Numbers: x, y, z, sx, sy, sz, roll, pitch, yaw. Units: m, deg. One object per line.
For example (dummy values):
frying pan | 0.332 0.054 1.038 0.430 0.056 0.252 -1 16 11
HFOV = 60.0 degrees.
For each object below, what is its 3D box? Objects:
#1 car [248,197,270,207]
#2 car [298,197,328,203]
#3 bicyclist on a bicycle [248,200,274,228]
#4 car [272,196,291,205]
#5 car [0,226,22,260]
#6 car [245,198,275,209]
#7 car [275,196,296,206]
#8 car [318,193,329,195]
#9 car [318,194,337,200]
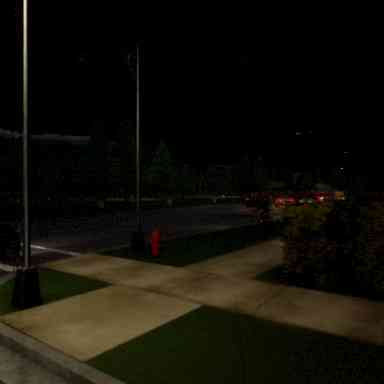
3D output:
car | 10.856 1.584 53.768 1.994 1.385 4.181 0 0 36
car | 15.087 1.613 41.798 1.895 1.301 4.718 0 0 37
bicyclist on a bicycle | 4.076 1.308 19.755 1.656 1.620 0.582 0 0 36
car | 16.675 1.547 61.796 1.812 1.442 4.674 0 0 36
car | -6.860 1.360 9.559 2.097 1.767 4.553 0 0 -3
car | 9.093 1.495 45.464 1.882 1.535 5.008 0 0 36
car | 15.171 1.370 53.927 2.097 1.767 4.553 0 0 36
car | 24.246 1.238 60.329 2.150 2.045 5.566 0 0 36
car | 20.850 1.491 49.835 1.882 1.535 5.008 0 0 36
